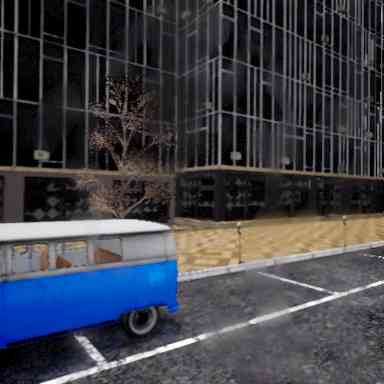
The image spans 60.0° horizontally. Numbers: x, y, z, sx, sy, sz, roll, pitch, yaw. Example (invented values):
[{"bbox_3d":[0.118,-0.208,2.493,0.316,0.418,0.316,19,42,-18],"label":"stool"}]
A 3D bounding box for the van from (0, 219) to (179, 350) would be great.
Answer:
[{"bbox_3d":[-2.113,1.352,5.051,3.998,1.788,1.690,1,0,-35],"label":"van"}]
